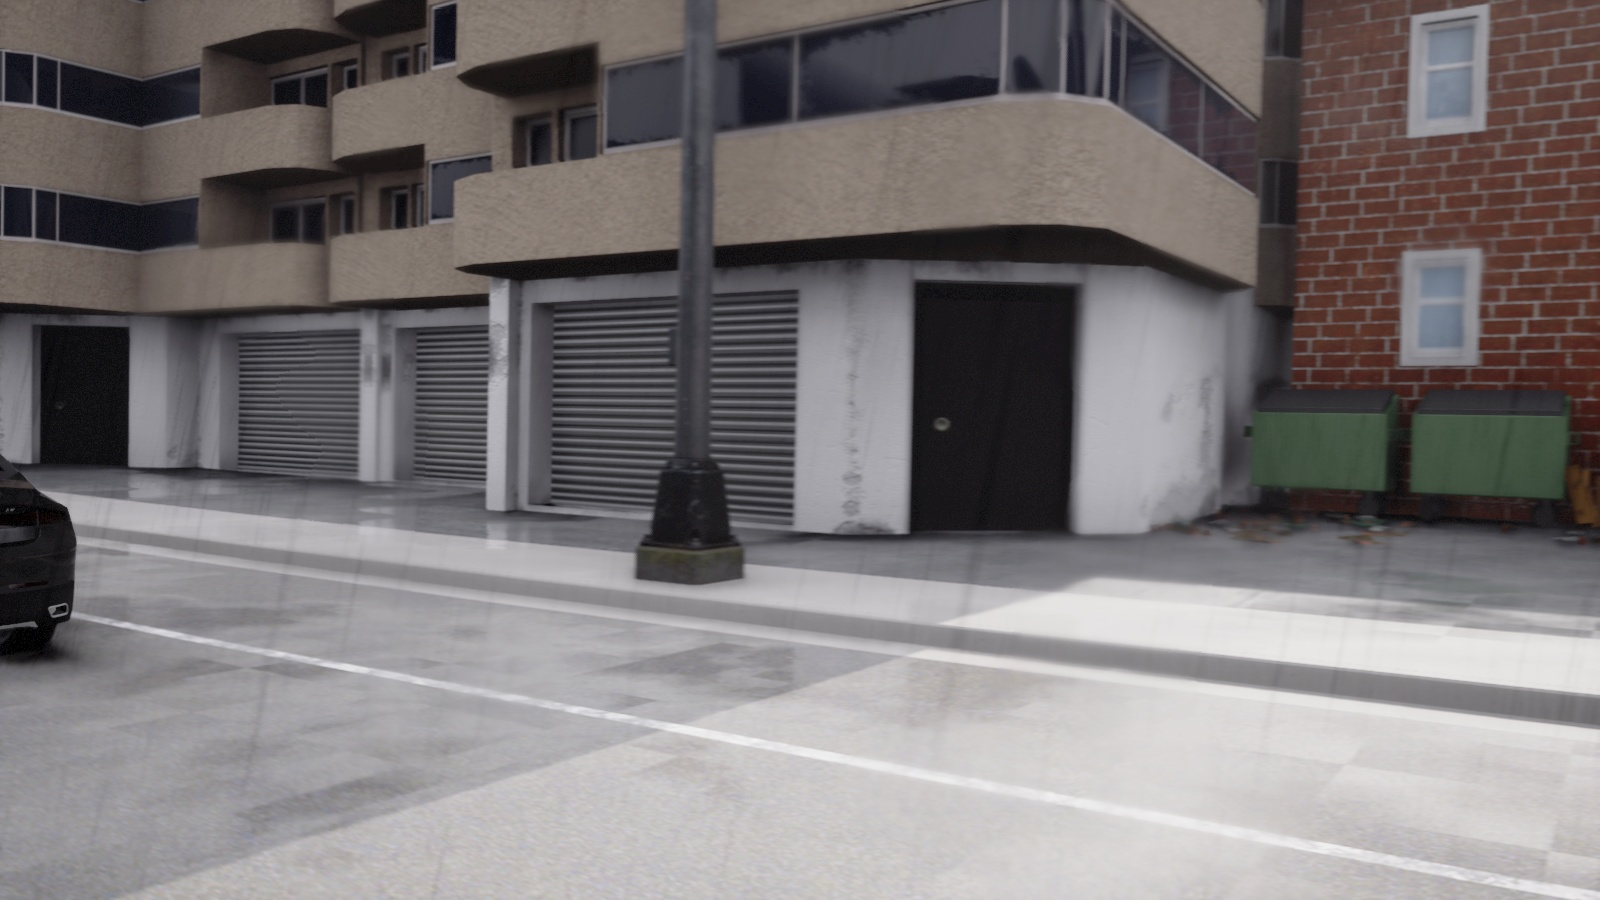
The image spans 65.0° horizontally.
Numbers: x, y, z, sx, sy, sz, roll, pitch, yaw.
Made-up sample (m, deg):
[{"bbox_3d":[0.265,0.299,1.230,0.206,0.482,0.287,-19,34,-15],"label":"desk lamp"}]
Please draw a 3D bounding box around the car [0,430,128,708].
[{"bbox_3d":[-6.477,0.615,7.926,4.892,1.490,1.837,1,1,34],"label":"car"}]
